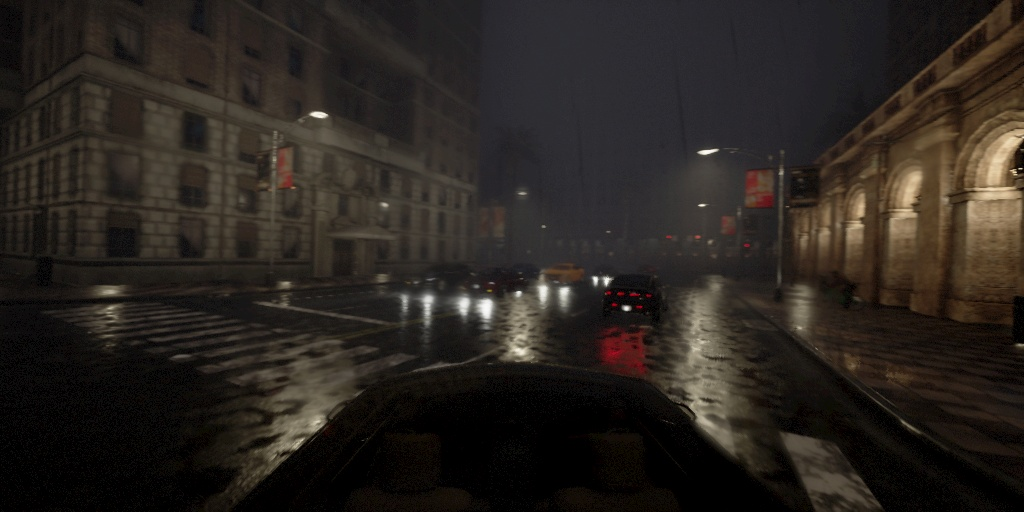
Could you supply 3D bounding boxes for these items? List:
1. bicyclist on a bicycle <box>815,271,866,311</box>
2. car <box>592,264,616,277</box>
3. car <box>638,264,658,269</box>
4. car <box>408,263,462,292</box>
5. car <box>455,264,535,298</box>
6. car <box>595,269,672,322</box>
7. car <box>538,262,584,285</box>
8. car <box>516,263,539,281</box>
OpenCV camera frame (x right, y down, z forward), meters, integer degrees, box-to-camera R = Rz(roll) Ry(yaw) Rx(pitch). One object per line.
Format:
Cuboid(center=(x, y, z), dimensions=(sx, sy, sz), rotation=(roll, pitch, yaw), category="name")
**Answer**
Cuboid(center=(13.803, 1.472, 15.083), dimensions=(1.656, 1.620, 0.582), rotation=(1, 0, 27), category="bicyclist on a bicycle")
Cuboid(center=(10.254, 1.610, 39.368), dimensions=(1.994, 1.385, 4.181), rotation=(2, 0, 28), category="car")
Cuboid(center=(16.419, 1.715, 43.247), dimensions=(1.882, 1.535, 5.008), rotation=(2, 0, 28), category="car")
Cuboid(center=(-3.738, 1.128, 20.266), dimensions=(1.837, 1.490, 4.892), rotation=(2, 0, 27), category="car")
Cuboid(center=(-0.729, 1.282, 18.471), dimensions=(1.994, 1.385, 4.181), rotation=(2, 0, 27), category="car")
Cuboid(center=(4.658, 1.394, 13.253), dimensions=(1.837, 1.490, 4.892), rotation=(2, 0, 27), category="car")
Cuboid(center=(4.125, 1.341, 27.804), dimensions=(1.882, 1.535, 5.008), rotation=(2, 0, 28), category="car")
Cuboid(center=(0.881, 1.288, 29.153), dimensions=(1.812, 1.442, 4.674), rotation=(2, 0, 28), category="car")
